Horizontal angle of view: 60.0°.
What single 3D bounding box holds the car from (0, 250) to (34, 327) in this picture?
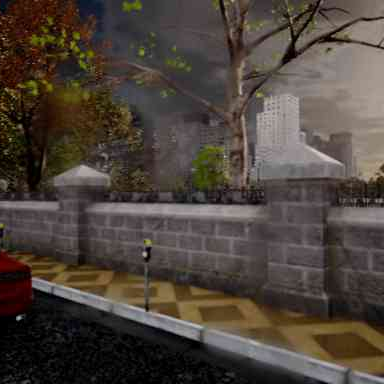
[{"bbox_3d":[-4.885,1.520,6.115,5.008,1.535,1.882,-1,0,37],"label":"car"}]
